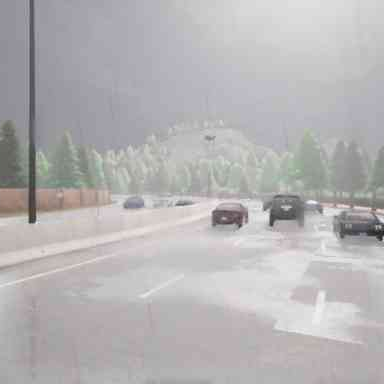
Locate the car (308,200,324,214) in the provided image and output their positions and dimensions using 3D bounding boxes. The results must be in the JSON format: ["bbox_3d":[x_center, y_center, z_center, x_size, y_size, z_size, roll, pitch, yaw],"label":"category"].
[{"bbox_3d":[12.639,1.525,35.818,2.033,1.411,5.357,0,0,7],"label":"car"}]

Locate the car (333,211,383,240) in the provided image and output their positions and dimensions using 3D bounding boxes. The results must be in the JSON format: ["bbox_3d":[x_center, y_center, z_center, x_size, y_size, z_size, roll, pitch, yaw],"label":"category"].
[{"bbox_3d":[8.329,1.589,16.949,1.895,1.301,4.718,0,0,18],"label":"car"}]

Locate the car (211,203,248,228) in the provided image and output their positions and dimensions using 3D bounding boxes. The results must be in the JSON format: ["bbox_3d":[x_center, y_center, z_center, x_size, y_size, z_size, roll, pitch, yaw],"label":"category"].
[{"bbox_3d":[2.637,1.465,22.336,1.882,1.535,5.008,0,0,16],"label":"car"}]

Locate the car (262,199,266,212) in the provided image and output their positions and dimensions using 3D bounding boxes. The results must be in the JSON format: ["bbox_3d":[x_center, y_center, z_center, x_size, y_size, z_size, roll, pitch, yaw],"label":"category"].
[{"bbox_3d":[9.437,1.328,39.138,2.097,1.767,4.553,0,0,10],"label":"car"}]

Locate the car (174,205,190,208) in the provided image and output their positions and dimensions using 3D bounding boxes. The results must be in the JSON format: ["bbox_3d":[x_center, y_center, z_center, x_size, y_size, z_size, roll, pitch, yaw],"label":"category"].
[{"bbox_3d":[-1.004,1.579,41.118,1.895,1.301,4.718,0,0,6],"label":"car"}]

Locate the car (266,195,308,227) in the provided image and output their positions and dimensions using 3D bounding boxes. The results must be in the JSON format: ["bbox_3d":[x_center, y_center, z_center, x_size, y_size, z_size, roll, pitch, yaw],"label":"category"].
[{"bbox_3d":[6.521,1.202,23.102,2.150,2.045,5.566,0,-1,15],"label":"car"}]
